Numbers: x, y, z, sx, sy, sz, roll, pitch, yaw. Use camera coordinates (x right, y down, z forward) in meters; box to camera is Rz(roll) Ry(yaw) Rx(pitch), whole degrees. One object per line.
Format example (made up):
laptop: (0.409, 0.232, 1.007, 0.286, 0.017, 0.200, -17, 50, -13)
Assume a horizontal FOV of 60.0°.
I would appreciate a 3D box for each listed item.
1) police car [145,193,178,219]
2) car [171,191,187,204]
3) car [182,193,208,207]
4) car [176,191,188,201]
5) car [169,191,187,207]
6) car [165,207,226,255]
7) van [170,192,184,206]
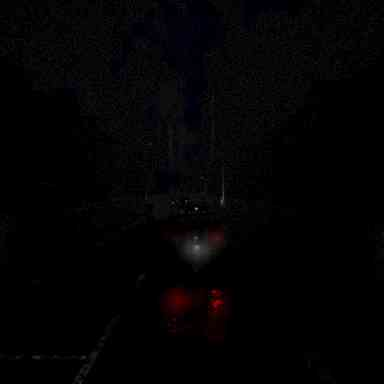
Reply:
police car: (-2.430, 1.153, 25.844, 1.930, 1.638, 5.238, 0, 1, 1)
car: (-1.991, 0.811, 51.868, 2.192, 1.841, 5.009, 0, 0, 1)
car: (0.419, 1.170, 29.425, 1.882, 1.535, 5.008, 0, 1, 1)
car: (-1.852, 0.724, 63.094, 2.192, 1.841, 5.009, 0, 0, 1)
car: (-2.129, 0.905, 40.641, 2.192, 1.841, 5.009, 0, 1, 1)
car: (0.197, 1.462, 12.651, 1.895, 1.301, 4.718, 0, 1, 1)
van: (-2.060, 0.883, 46.255, 1.690, 1.788, 3.998, 0, 1, 1)
